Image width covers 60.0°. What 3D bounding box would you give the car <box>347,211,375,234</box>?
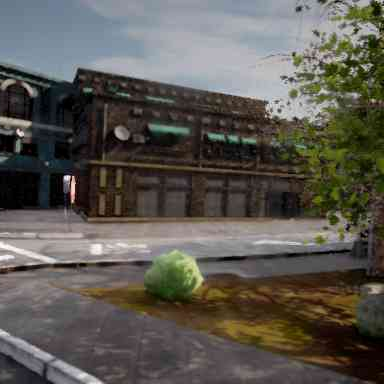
[{"bbox_3d":[11.103,1.861,19.869,4.181,1.385,1.994,1,3,-31],"label":"car"}]
